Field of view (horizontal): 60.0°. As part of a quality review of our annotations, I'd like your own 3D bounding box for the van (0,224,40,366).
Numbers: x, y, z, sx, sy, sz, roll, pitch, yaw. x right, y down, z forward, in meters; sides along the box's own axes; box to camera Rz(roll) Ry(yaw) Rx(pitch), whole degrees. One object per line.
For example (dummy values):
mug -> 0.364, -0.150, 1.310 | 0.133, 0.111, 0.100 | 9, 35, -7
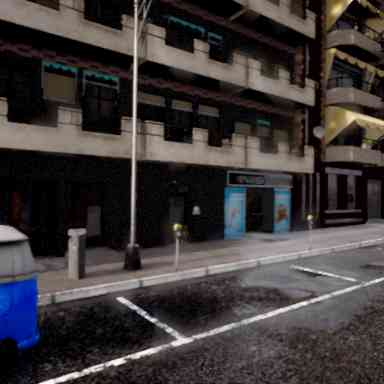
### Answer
van -> -3.878, 1.340, 3.775 | 3.998, 1.788, 1.690 | 0, 1, -35
